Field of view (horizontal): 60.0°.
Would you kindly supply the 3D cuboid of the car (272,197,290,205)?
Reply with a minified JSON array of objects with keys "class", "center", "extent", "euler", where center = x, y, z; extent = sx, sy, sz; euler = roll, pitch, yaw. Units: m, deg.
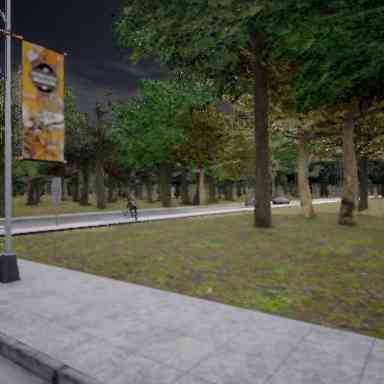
[{"class":"car","center":[15.670,1.567,58.562],"extent":[1.994,1.385,4.181],"euler":[0,0,36]}]

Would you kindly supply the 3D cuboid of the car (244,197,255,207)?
[{"class":"car","center":[9.645,1.498,50.124],"extent":[2.128,1.511,4.902],"euler":[0,0,36]}]

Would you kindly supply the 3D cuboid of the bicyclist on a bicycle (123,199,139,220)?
[{"class":"bicyclist on a bicycle","center":[-4.637,1.322,25.145],"extent":[1.656,1.620,0.582],"euler":[0,0,36]}]
